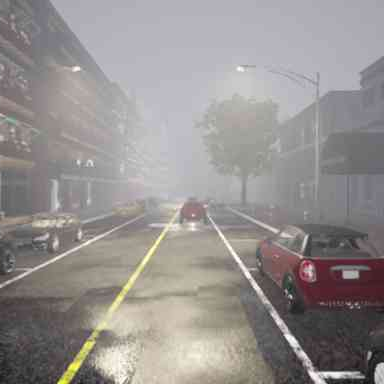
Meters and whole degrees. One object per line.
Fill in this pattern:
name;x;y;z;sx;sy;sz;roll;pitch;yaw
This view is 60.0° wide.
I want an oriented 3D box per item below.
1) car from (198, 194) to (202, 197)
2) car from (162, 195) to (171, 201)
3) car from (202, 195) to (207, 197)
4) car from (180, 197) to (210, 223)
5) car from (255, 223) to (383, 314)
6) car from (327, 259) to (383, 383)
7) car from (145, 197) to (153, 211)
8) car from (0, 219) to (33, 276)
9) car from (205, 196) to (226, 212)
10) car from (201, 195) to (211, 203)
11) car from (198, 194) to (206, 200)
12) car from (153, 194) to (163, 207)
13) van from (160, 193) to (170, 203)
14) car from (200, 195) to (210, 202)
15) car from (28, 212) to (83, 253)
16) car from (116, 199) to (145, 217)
car;0.084;1.382;44.786;1.812;1.442;4.674;0;0;0
car;-5.720;1.374;75.927;1.802;1.307;4.206;0;0;0
car;2.671;1.395;47.442;1.887;1.381;4.507;0;0;0
car;0.091;1.393;24.814;1.882;1.535;5.008;0;0;0
car;2.686;1.412;7.566;1.967;1.590;4.097;0;0;0
car;2.689;1.544;1.869;2.008;1.369;4.403;0;0;0
car;-5.705;1.425;36.049;1.887;1.381;4.507;0;0;0
car;-5.694;1.537;7.565;1.947;1.339;4.313;0;0;0
car;2.676;1.432;36.050;2.008;1.369;4.403;0;0;0
car;2.665;1.358;64.533;1.887;1.381;4.507;0;0;0
car;2.656;1.341;87.319;1.947;1.339;4.313;0;0;0
car;-5.709;1.415;47.442;1.947;1.339;4.313;0;0;0
van;-5.717;1.154;64.533;1.690;1.788;3.998;0;0;0
car;2.663;1.369;70.229;1.947;1.339;4.313;0;0;0
car;-5.696;1.503;13.261;2.008;1.369;4.403;0;0;0
car;-5.703;1.423;30.182;1.752;1.417;4.829;0;0;0
